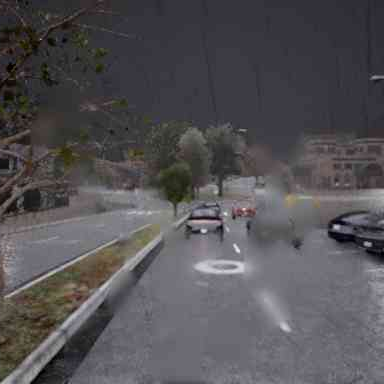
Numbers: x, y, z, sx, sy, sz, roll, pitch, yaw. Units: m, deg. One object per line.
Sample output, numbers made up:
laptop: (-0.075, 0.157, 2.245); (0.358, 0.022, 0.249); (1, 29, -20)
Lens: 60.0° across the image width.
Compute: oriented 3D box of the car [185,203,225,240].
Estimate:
car: (0.689, 1.582, 17.552); (2.128, 1.511, 4.902); (0, 0, 3)

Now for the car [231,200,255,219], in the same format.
car: (4.822, 1.573, 31.475); (2.097, 1.767, 4.553); (0, -1, 6)

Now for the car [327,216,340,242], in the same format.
car: (8.482, 1.616, 15.041); (4.792, 1.488, 2.163); (1, -1, -17)

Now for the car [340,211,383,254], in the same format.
car: (8.309, 1.564, 12.080); (4.892, 1.521, 2.231); (1, -1, -17)

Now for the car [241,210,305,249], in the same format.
car: (3.546, 1.689, 15.053); (1.895, 1.301, 4.718); (0, 0, 3)
